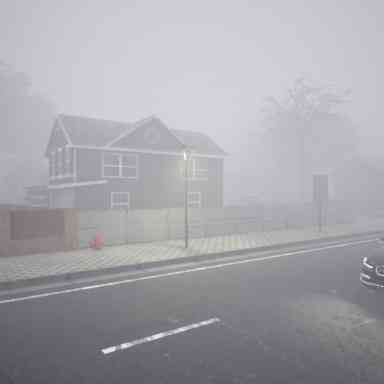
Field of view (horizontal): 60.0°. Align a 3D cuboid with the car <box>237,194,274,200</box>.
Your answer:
[{"bbox_3d":[7.805,1.269,41.426,2.150,2.045,5.566,0,0,-35],"label":"car"}]

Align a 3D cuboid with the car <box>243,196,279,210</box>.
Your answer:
[{"bbox_3d":[9.154,1.402,44.607,2.097,1.767,4.553,0,0,-35],"label":"car"}]

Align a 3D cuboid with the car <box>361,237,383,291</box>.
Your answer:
[{"bbox_3d":[5.928,1.506,7.898,4.892,1.490,1.837,1,0,-35],"label":"car"}]
